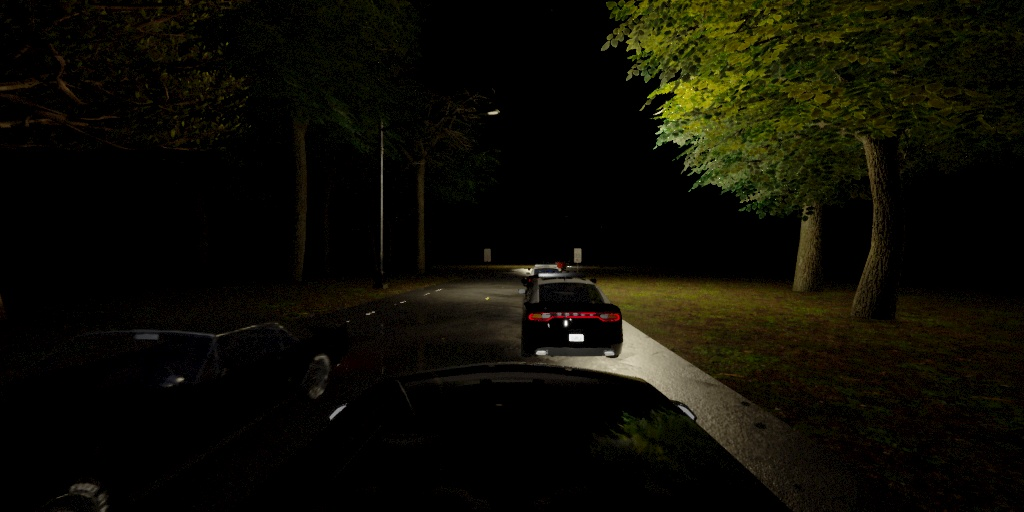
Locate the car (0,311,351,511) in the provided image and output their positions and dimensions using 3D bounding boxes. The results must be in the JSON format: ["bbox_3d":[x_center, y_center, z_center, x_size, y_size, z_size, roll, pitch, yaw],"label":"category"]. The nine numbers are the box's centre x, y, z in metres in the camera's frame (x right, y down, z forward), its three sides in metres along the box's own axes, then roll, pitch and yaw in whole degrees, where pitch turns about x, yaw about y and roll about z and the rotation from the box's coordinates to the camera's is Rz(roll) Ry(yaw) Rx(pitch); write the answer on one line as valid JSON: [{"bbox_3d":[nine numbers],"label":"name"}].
[{"bbox_3d":[-3.601,1.350,3.664,1.895,1.301,4.718,0,0,1],"label":"car"}]

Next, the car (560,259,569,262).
[{"bbox_3d":[7.557,1.312,58.240,2.097,1.767,4.553,0,0,16],"label":"car"}]

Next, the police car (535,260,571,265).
[{"bbox_3d":[1.752,1.204,18.500,1.930,1.638,5.238,0,0,5],"label":"police car"}]

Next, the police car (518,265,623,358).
[{"bbox_3d":[1.179,1.180,8.641,1.930,1.638,5.238,0,0,2],"label":"police car"}]
